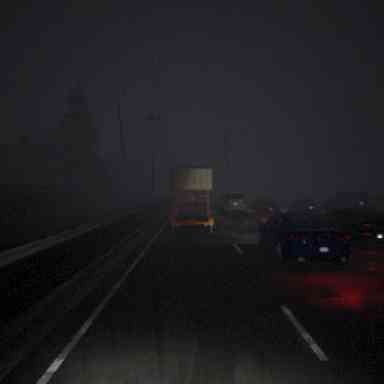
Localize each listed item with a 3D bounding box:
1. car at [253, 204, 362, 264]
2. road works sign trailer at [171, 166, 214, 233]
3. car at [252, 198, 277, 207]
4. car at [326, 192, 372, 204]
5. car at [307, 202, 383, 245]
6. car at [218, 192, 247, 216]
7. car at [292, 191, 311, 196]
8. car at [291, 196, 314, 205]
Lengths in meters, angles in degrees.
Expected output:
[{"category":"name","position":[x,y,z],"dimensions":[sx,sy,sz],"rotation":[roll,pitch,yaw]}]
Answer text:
[{"category":"car","position":[3.605,1.403,11.551],"dimensions":[1.882,1.535,5.008],"rotation":[0,0,0]},{"category":"road works sign trailer","position":[0.007,0.343,18.758],"dimensions":[2.380,3.560,2.880],"rotation":[0,0,0]},{"category":"car","position":[7.112,1.318,32.203],"dimensions":[1.812,1.442,4.674],"rotation":[0,0,0]},{"category":"car","position":[14.112,1.026,30.330],"dimensions":[2.150,2.045,5.566],"rotation":[0,0,0]},{"category":"car","position":[7.106,1.408,14.994],"dimensions":[1.837,1.490,4.892],"rotation":[0,0,0]},{"category":"car","position":[3.610,1.026,30.292],"dimensions":[2.150,2.045,5.566],"rotation":[0,0,0]},{"category":"car","position":[22.947,0.764,69.863],"dimensions":[3.866,1.878,1.905],"rotation":[0,0,0]},{"category":"car","position":[10.613,1.360,31.600],"dimensions":[1.994,1.385,4.181],"rotation":[0,0,0]}]
